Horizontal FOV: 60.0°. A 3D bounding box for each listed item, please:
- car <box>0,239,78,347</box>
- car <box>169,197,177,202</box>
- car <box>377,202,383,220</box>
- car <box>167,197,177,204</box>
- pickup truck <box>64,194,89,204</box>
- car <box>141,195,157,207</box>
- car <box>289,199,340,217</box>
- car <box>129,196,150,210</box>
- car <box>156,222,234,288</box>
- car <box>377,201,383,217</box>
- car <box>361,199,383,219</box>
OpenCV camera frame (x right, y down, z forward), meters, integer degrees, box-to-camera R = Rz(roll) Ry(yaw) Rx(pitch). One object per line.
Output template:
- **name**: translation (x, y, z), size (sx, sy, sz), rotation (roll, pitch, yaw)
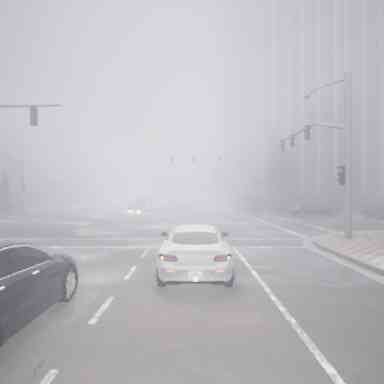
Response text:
- **car**: translation (-3.431, 1.531, 5.408), size (1.837, 1.490, 4.892), rotation (0, 0, 0)
- **car**: translation (-4.755, 1.910, 85.468), size (1.812, 1.442, 4.674), rotation (0, 0, -1)
- **car**: translation (16.768, 1.678, 25.101), size (4.181, 1.385, 1.994), rotation (0, 0, 0)
- **car**: translation (-4.560, 1.868, 72.508), size (2.033, 1.411, 5.357), rotation (0, 0, -1)
- **pickup truck**: translation (-24.662, 1.374, 70.022), size (2.390, 2.098, 6.274), rotation (0, 0, 30)
- **car**: translation (-7.946, 1.482, 57.623), size (2.150, 2.045, 5.566), rotation (0, 0, -1)
- **car**: translation (11.770, 1.498, 32.264), size (4.553, 1.767, 2.097), rotation (0, 0, 0)
- **car**: translation (-7.823, 1.707, 47.730), size (2.128, 1.511, 4.902), rotation (0, 0, -1)
- **car**: translation (0.079, 1.568, 9.270), size (1.812, 1.442, 4.674), rotation (0, 0, 0)
- **car**: translation (20.995, 1.624, 32.330), size (5.008, 1.535, 1.882), rotation (0, 0, 0)
- **car**: translation (17.709, 1.352, 28.809), size (5.566, 2.045, 2.150), rotation (0, 0, 0)
